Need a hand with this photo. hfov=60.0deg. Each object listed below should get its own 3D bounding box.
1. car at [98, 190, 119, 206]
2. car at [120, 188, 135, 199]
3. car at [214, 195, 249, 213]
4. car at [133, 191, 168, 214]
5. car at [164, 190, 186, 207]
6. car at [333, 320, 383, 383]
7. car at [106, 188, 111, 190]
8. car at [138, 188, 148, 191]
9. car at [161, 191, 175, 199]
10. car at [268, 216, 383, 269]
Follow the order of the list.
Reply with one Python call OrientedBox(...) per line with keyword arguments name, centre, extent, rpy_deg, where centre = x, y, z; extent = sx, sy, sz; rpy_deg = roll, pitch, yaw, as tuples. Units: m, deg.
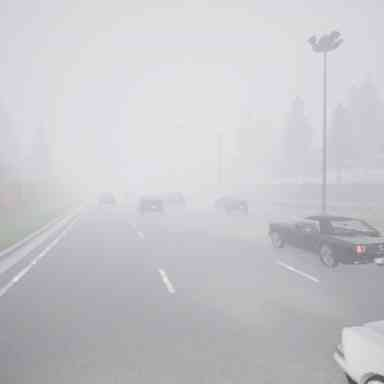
OrientedBox(name="car", centre=(-9.603, 0.837, 37.654), extent=(2.033, 1.411, 5.357), rpy_deg=(0, 1, -14))
OrientedBox(name="car", centre=(-10.826, 0.411, 57.083), extent=(1.882, 1.535, 5.008), rpy_deg=(0, 1, -14))
OrientedBox(name="car", centre=(3.390, 1.005, 28.936), extent=(1.812, 1.442, 4.674), rpy_deg=(0, 1, -14))
OrientedBox(name="car", centre=(-3.596, 0.957, 28.029), extent=(1.882, 1.535, 5.008), rpy_deg=(0, 1, -14))
OrientedBox(name="car", centre=(-2.087, 0.681, 36.441), extent=(2.097, 1.767, 4.553), rpy_deg=(0, 1, -14))
OrientedBox(name="car", centre=(2.842, 1.578, 1.456), extent=(1.895, 1.301, 4.718), rpy_deg=(0, 1, -14))
OrientedBox(name="car", centre=(-17.235, 0.261, 68.284), extent=(2.033, 1.411, 5.357), rpy_deg=(0, 1, -14))
OrientedBox(name="car", centre=(-10.226, 0.316, 69.175), extent=(1.895, 1.301, 4.718), rpy_deg=(0, 1, -14))
OrientedBox(name="car", centre=(-4.388, 0.493, 60.194), extent=(1.895, 1.301, 4.718), rpy_deg=(0, 1, -14))
OrientedBox(name="car", centre=(4.253, 1.415, 10.614), extent=(1.895, 1.301, 4.718), rpy_deg=(0, 1, -13))
